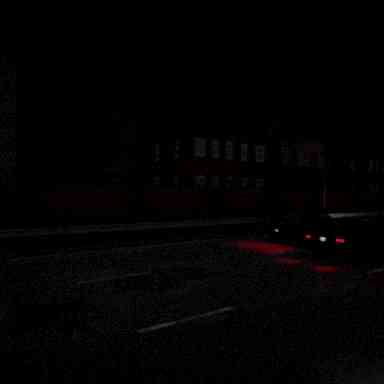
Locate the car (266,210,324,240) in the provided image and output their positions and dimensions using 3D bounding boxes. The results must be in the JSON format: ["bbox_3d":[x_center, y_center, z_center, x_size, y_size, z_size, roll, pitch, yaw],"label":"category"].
[{"bbox_3d":[5.903,1.629,16.652,5.008,1.535,1.882,0,0,-35],"label":"car"}]

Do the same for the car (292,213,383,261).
[{"bbox_3d":[6.516,1.681,12.809,5.357,1.411,2.033,1,0,-35],"label":"car"}]
